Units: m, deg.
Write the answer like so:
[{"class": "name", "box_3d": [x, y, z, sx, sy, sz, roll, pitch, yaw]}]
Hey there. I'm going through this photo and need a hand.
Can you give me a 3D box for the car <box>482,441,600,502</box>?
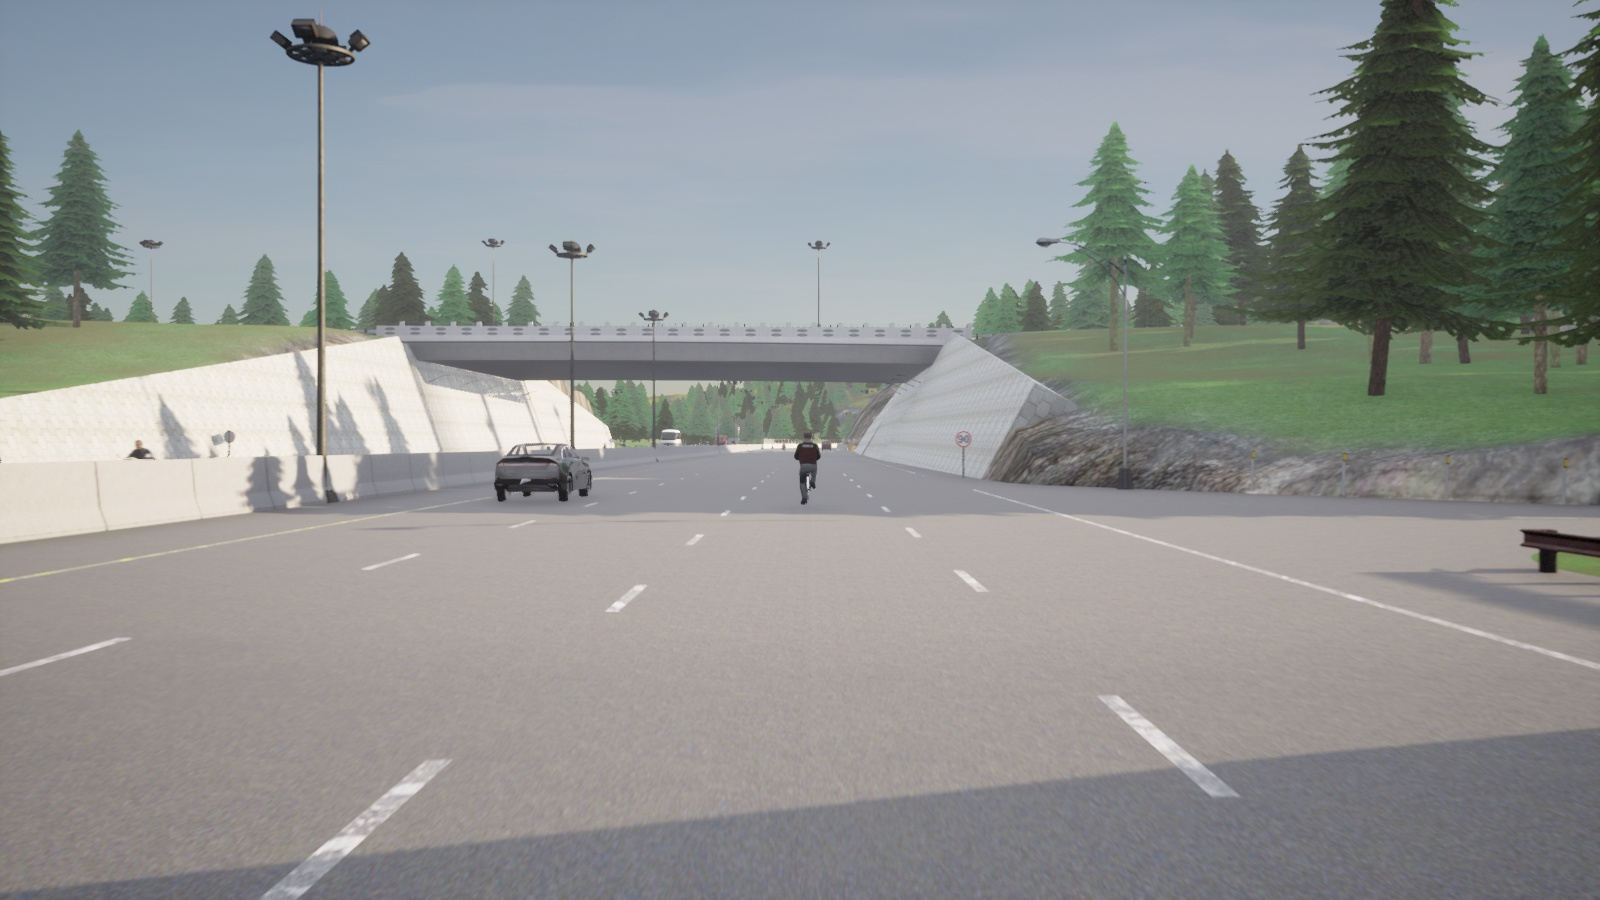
[{"class": "car", "box_3d": [-6.794, 0.512, 33.515, 2.128, 1.511, 4.902, 0, 0, 0]}]
